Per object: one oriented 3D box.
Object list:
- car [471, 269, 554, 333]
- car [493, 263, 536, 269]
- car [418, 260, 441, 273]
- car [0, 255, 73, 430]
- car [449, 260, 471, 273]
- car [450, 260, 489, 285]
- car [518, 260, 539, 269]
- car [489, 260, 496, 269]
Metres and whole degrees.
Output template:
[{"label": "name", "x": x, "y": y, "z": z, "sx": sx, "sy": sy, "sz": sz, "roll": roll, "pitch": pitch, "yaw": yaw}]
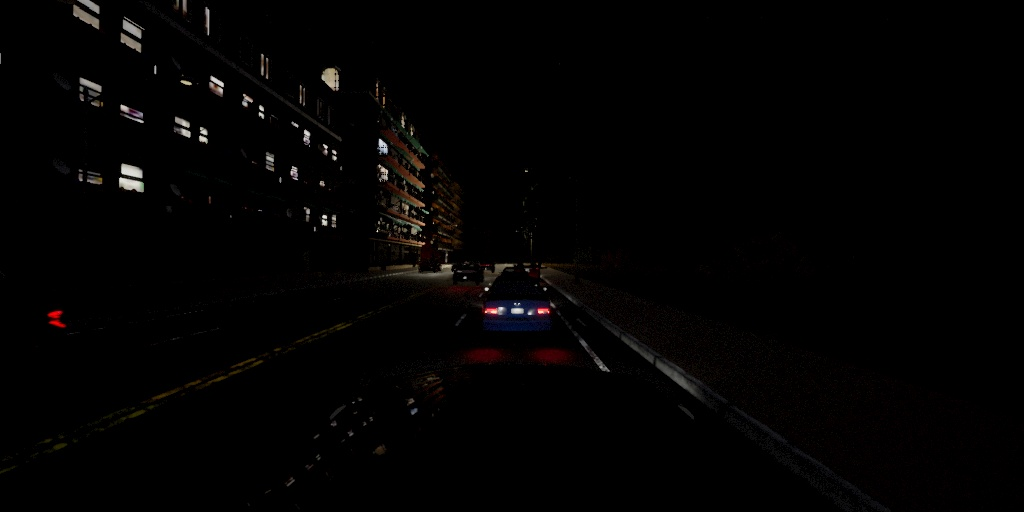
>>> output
[{"label": "car", "x": 0.120, "y": 1.299, "z": 10.665, "sx": 2.033, "sy": 1.411, "sz": 5.357, "roll": 0, "pitch": 0, "yaw": 0}, {"label": "car", "x": 0.132, "y": 1.317, "z": 20.998, "sx": 1.994, "sy": 1.385, "sz": 4.181, "roll": 0, "pitch": 0, "yaw": 1}, {"label": "car", "x": -9.769, "y": 1.231, "z": 42.847, "sx": 1.882, "sy": 1.535, "sz": 5.008, "roll": 0, "pitch": 0, "yaw": 0}, {"label": "car", "x": -6.600, "y": 0.971, "z": 2.098, "sx": 2.150, "sy": 2.045, "sz": 5.566, "roll": 0, "pitch": 0, "yaw": 0}, {"label": "car", "x": -6.514, "y": 1.301, "z": 45.493, "sx": 2.033, "sy": 1.411, "sz": 5.357, "roll": 0, "pitch": 0, "yaw": 0}, {"label": "car", "x": -3.102, "y": 1.242, "z": 26.137, "sx": 2.128, "sy": 1.511, "sz": 4.902, "roll": 0, "pitch": 0, "yaw": 0}, {"label": "car", "x": 1.193, "y": 1.105, "z": 29.932, "sx": 2.097, "sy": 1.767, "sz": 4.553, "roll": 0, "pitch": 0, "yaw": 0}, {"label": "car", "x": -3.065, "y": 1.258, "z": 44.382, "sx": 1.837, "sy": 1.490, "sz": 4.892, "roll": 0, "pitch": 0, "yaw": 0}]
